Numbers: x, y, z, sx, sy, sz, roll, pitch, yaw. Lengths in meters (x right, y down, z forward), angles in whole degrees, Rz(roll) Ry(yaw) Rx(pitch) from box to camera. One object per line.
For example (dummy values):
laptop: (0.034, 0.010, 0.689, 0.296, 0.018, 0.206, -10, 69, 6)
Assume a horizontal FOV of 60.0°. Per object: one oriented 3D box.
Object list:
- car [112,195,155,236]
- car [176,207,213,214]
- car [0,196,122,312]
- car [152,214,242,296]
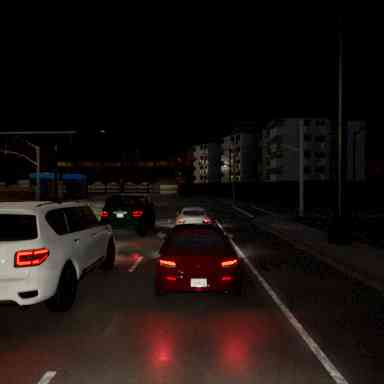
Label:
car: (-3.351, 1.179, 18.203, 2.150, 2.045, 5.566, 0, 0, 0)
car: (0.115, 1.490, 17.574, 1.812, 1.442, 4.674, 0, 0, 1)
car: (-3.383, 1.217, 7.844, 2.150, 2.045, 5.566, 0, 0, 0)
car: (0.120, 1.521, 8.487, 1.812, 1.442, 4.674, 0, 0, 0)
